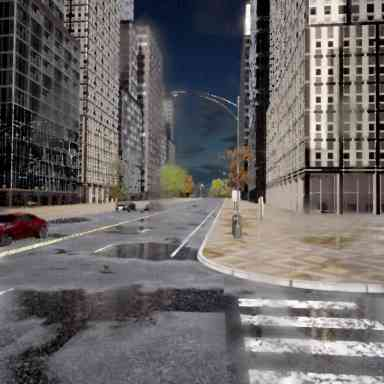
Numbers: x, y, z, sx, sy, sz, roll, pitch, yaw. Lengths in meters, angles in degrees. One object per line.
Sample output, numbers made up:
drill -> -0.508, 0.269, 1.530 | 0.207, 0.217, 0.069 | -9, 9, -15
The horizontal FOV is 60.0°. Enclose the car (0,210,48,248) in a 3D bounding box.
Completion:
car -> -8.702, 1.703, 15.910 | 1.812, 1.442, 4.674 | 0, -1, 6

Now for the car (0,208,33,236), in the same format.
car -> -11.634, 1.727, 19.048 | 2.033, 1.411, 5.357 | 0, -1, 6

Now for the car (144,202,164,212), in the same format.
car -> -5.316, 2.059, 47.072 | 2.033, 1.411, 5.357 | 0, -1, 7

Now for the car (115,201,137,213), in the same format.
car -> -8.840, 1.947, 44.824 | 2.128, 1.511, 4.902 | 0, -1, 6
